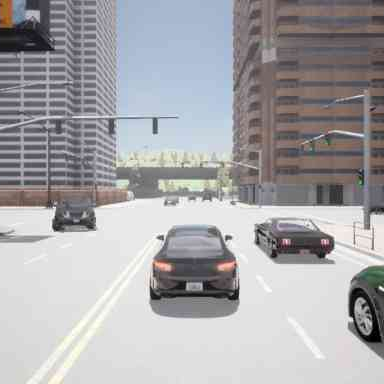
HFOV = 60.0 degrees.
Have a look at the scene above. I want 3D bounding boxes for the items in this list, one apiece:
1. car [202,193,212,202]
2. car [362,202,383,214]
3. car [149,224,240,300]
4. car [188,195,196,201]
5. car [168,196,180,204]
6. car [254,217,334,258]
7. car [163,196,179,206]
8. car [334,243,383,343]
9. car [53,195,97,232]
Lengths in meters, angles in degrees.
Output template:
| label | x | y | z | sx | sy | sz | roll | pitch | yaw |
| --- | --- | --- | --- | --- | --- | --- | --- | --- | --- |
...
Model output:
| label | x | y | z | sx | sy | sz | roll | pitch | yaw |
| --- | --- | --- | --- | --- | --- | --- | --- | --- | --- |
| car | 3.514 | 1.225 | 78.002 | 2.150 | 2.045 | 5.566 | 0 | 0 | 0 |
| car | 19.963 | 1.601 | 33.724 | 4.718 | 1.301 | 1.895 | 0 | 0 | 1 |
| car | 0.062 | 1.526 | 8.249 | 1.812 | 1.442 | 4.674 | 0 | 0 | 0 |
| car | 0.014 | 1.425 | 77.292 | 1.837 | 1.490 | 4.892 | 0 | 0 | 0 |
| car | -3.530 | 1.492 | 65.222 | 2.128 | 1.511 | 4.902 | 0 | 0 | 1 |
| car | 3.605 | 1.601 | 12.702 | 1.895 | 1.301 | 4.718 | 0 | 0 | 1 |
| car | -3.590 | 1.492 | 54.818 | 2.128 | 1.511 | 4.902 | 0 | 0 | -1 |
| car | 3.601 | 1.352 | 3.617 | 2.097 | 1.767 | 4.553 | 0 | 0 | 0 |
| car | -7.260 | 1.221 | 20.653 | 2.150 | 2.045 | 5.566 | 1 | 0 | -21 |
